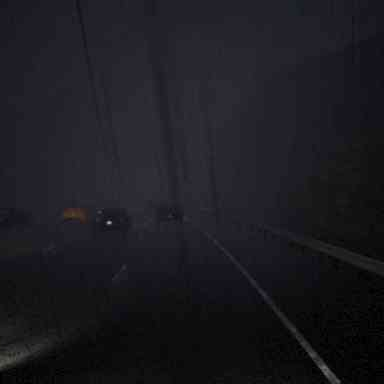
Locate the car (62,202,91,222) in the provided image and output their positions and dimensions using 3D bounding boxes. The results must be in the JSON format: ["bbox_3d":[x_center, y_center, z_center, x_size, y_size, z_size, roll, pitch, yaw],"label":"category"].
[{"bbox_3d":[-9.069,1.553,26.896,1.882,1.535,5.008,0,0,-8],"label":"car"}]

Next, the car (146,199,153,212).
[{"bbox_3d":[-4.563,1.578,40.975,1.882,1.535,5.008,0,0,-12],"label":"car"}]

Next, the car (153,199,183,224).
[{"bbox_3d":[-1.818,1.539,25.636,1.882,1.535,5.008,0,0,-7],"label":"car"}]

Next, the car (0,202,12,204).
[{"bbox_3d":[-29.804,1.717,53.491,2.033,1.411,5.357,0,0,-17],"label":"car"}]

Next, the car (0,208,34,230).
[{"bbox_3d":[-11.821,1.668,21.307,1.895,1.301,4.718,0,0,-7],"label":"car"}]

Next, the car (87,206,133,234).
[{"bbox_3d":[-4.613,1.616,19.684,1.994,1.385,4.181,0,0,-6],"label":"car"}]
